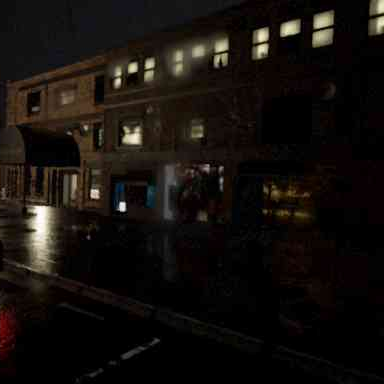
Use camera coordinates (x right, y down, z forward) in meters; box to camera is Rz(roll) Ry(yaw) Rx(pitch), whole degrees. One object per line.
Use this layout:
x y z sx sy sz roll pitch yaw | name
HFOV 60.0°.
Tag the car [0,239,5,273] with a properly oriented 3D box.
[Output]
-6.242 1.212 7.805 4.892 1.490 1.837 2 1 36 | car
